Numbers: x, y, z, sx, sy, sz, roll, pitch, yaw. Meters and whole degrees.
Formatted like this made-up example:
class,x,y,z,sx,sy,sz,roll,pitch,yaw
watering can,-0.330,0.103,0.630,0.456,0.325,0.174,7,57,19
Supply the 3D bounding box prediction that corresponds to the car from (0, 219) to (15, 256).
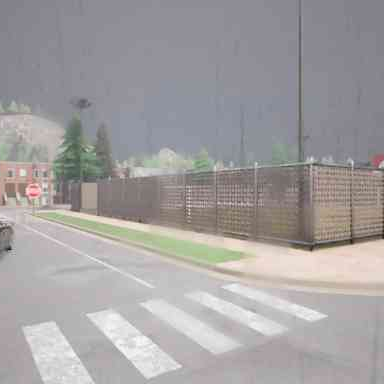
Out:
class,x,y,z,sx,sy,sz,roll,pitch,yaw
car,-7.155,1.492,10.942,2.128,1.511,4.902,0,0,-20
